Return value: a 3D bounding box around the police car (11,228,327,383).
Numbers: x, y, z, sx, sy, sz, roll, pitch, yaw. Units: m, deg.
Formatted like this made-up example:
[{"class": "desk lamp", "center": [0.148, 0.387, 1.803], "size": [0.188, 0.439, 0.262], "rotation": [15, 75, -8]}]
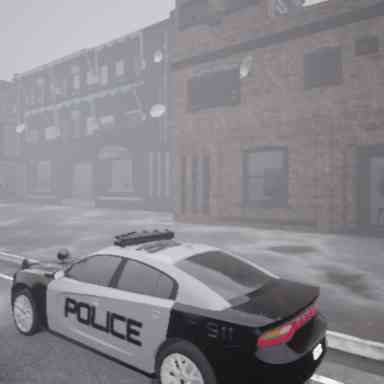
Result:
[{"class": "police car", "center": [-0.810, 1.397, 4.943], "size": [5.238, 1.638, 1.930], "rotation": [1, 0, 36]}]
